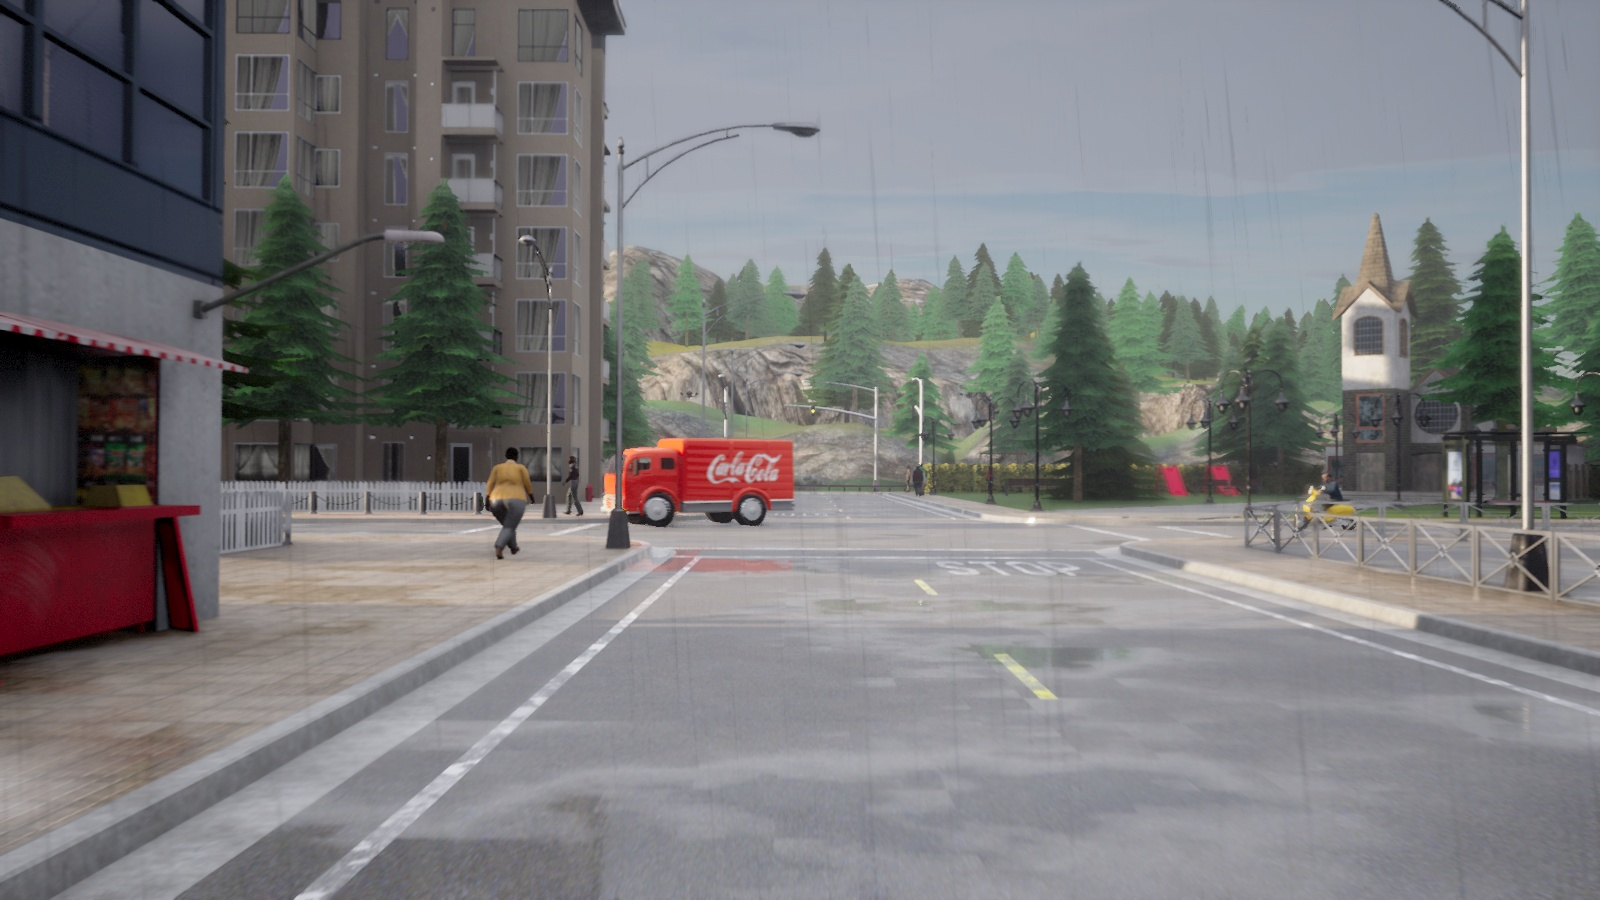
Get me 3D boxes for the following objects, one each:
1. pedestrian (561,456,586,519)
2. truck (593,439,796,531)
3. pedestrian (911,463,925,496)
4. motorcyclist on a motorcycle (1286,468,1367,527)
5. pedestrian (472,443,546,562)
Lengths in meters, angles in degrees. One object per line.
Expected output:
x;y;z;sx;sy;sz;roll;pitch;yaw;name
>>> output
-6.958;1.149;38.556;0.666;1.930;0.402;0;-1;3;pedestrian
-3.028;0.935;35.979;5.204;2.467;2.627;0;0;-25;truck
6.619;1.633;70.741;0.634;1.844;0.899;0;-1;-4;pedestrian
14.435;1.303;34.465;1.817;1.590;0.866;0;-1;-1;motorcyclist on a motorcycle
-4.644;0.828;20.094;0.874;1.855;0.900;0;-1;10;pedestrian
